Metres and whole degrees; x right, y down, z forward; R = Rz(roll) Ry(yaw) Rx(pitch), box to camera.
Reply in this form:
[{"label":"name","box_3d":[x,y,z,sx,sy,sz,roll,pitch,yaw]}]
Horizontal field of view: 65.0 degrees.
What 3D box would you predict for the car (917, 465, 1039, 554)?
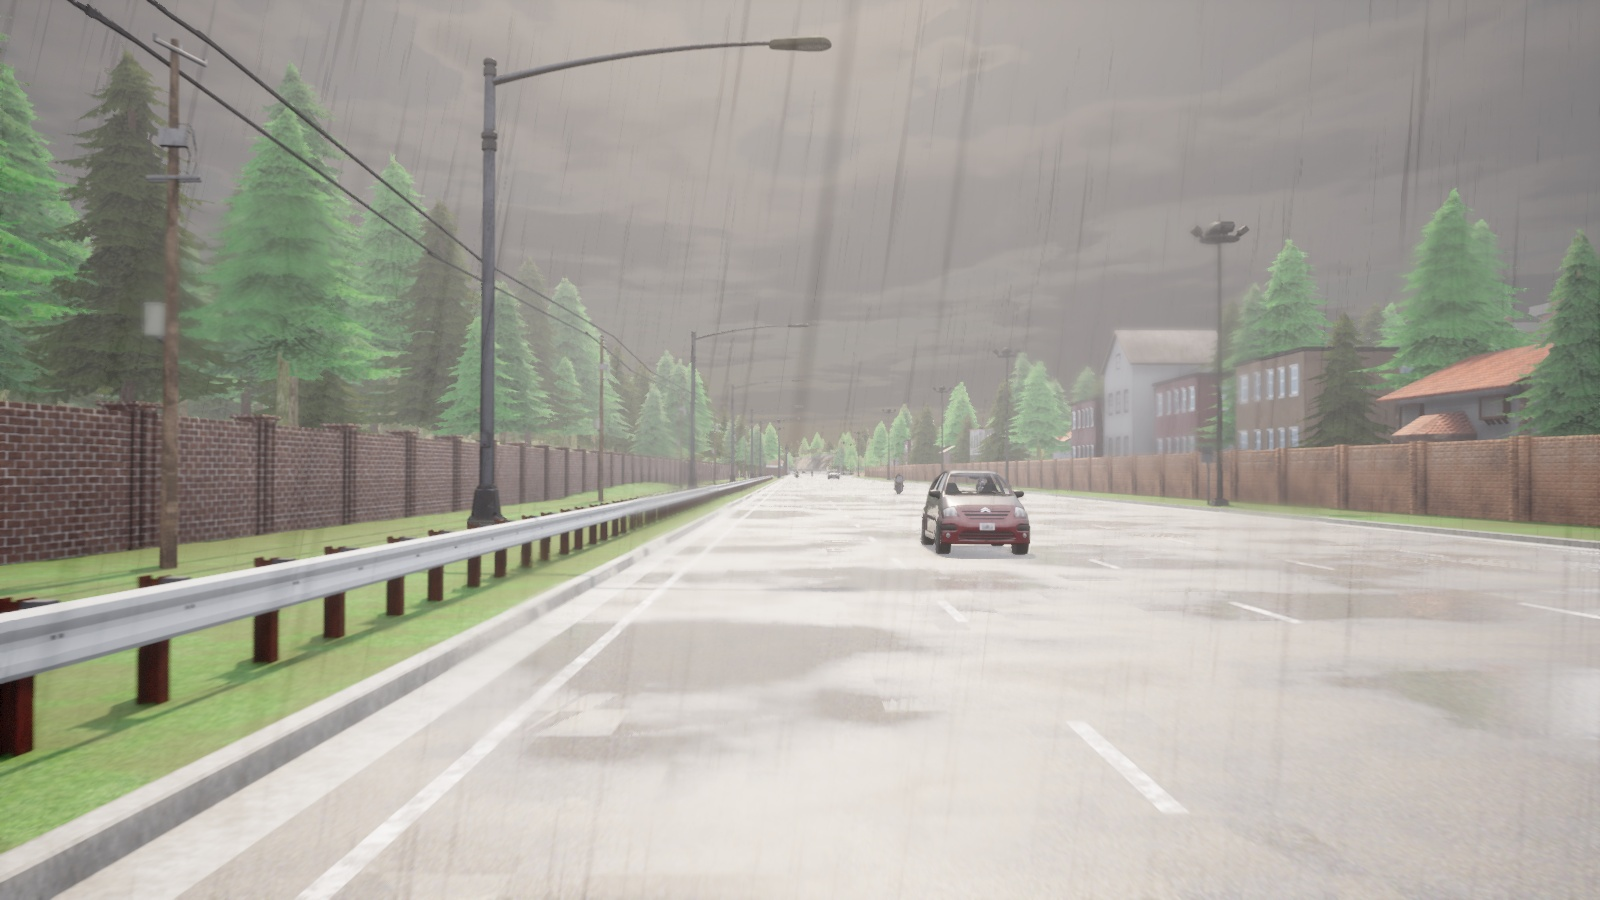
[{"label":"car","box_3d":[3.438,1.117,24.966,1.851,1.617,3.988,0,-1,0]}]
